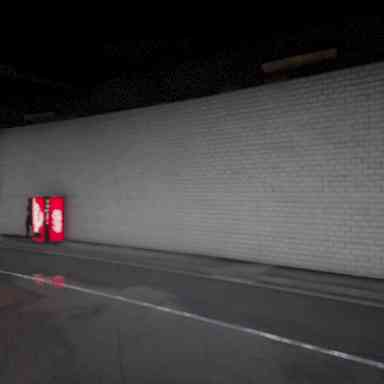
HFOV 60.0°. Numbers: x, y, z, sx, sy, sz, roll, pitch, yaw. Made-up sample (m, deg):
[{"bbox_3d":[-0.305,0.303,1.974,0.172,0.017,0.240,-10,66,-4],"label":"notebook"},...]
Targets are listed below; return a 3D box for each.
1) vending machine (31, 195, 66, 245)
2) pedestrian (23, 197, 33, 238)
[{"bbox_3d":[-6.302,1.191,14.641,0.880,2.100,1.100,0,0,28],"label":"vending machine"},{"bbox_3d":[-7.318,1.137,15.099,0.375,1.860,0.375,0,0,28],"label":"pedestrian"}]
